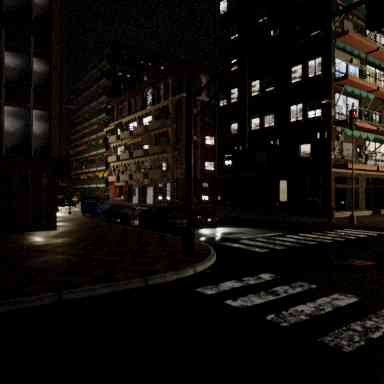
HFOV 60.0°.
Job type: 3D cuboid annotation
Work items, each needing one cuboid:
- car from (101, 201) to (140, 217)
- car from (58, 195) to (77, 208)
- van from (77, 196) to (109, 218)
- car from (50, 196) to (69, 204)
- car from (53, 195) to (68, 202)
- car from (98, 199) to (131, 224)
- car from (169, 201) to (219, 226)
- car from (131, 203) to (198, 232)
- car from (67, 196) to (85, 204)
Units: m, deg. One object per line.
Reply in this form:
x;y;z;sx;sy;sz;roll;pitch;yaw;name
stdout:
-6.791;1.536;31.233;1.895;1.301;4.718;0;0;-36;car
-17.364;1.418;46.036;1.837;1.490;4.892;0;0;-35;car
-8.363;1.265;28.985;1.690;1.788;3.998;0;0;-36;van
-24.450;1.457;61.263;2.033;1.411;5.357;0;0;-35;car
-28.005;1.361;70.667;1.967;1.590;4.097;0;0;-36;car
-4.959;1.459;24.248;1.752;1.417;4.829;0;0;-36;car
-0.096;1.518;21.910;1.994;1.385;4.181;0;0;-36;car
-1.753;1.526;19.787;1.802;1.307;4.206;0;0;-36;car
-21.493;1.448;61.607;1.752;1.417;4.829;0;0;-36;car
